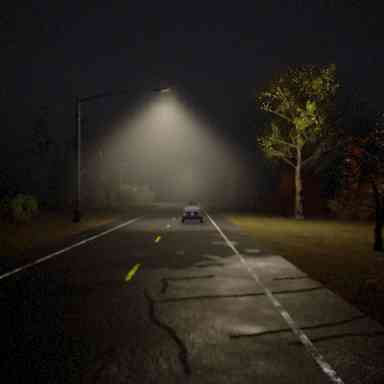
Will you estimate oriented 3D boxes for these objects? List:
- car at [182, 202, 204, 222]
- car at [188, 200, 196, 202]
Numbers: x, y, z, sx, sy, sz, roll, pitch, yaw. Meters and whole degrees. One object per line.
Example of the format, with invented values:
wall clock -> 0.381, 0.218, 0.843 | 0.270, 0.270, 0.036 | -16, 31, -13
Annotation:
car -> 0.052, 1.844, 29.255 | 2.033, 1.411, 5.357 | 0, -1, 1
car -> 0.035, 2.086, 54.968 | 1.812, 1.442, 4.674 | 0, -1, 0
